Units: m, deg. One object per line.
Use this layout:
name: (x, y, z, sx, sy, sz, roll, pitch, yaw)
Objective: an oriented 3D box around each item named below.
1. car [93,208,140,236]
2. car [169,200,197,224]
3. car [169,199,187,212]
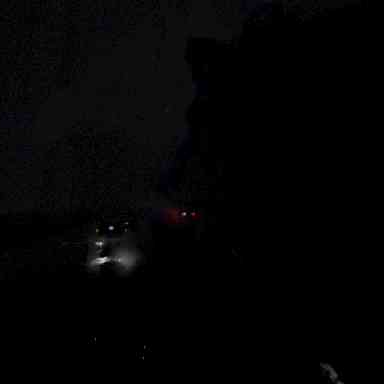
car: (-4.020, 1.569, 18.270, 1.994, 1.385, 4.181, 0, 0, -2)
car: (-0.645, 1.573, 25.236, 2.033, 1.411, 5.357, 0, 0, -3)
car: (-1.823, 1.643, 41.673, 2.033, 1.411, 5.357, 0, 0, -5)
